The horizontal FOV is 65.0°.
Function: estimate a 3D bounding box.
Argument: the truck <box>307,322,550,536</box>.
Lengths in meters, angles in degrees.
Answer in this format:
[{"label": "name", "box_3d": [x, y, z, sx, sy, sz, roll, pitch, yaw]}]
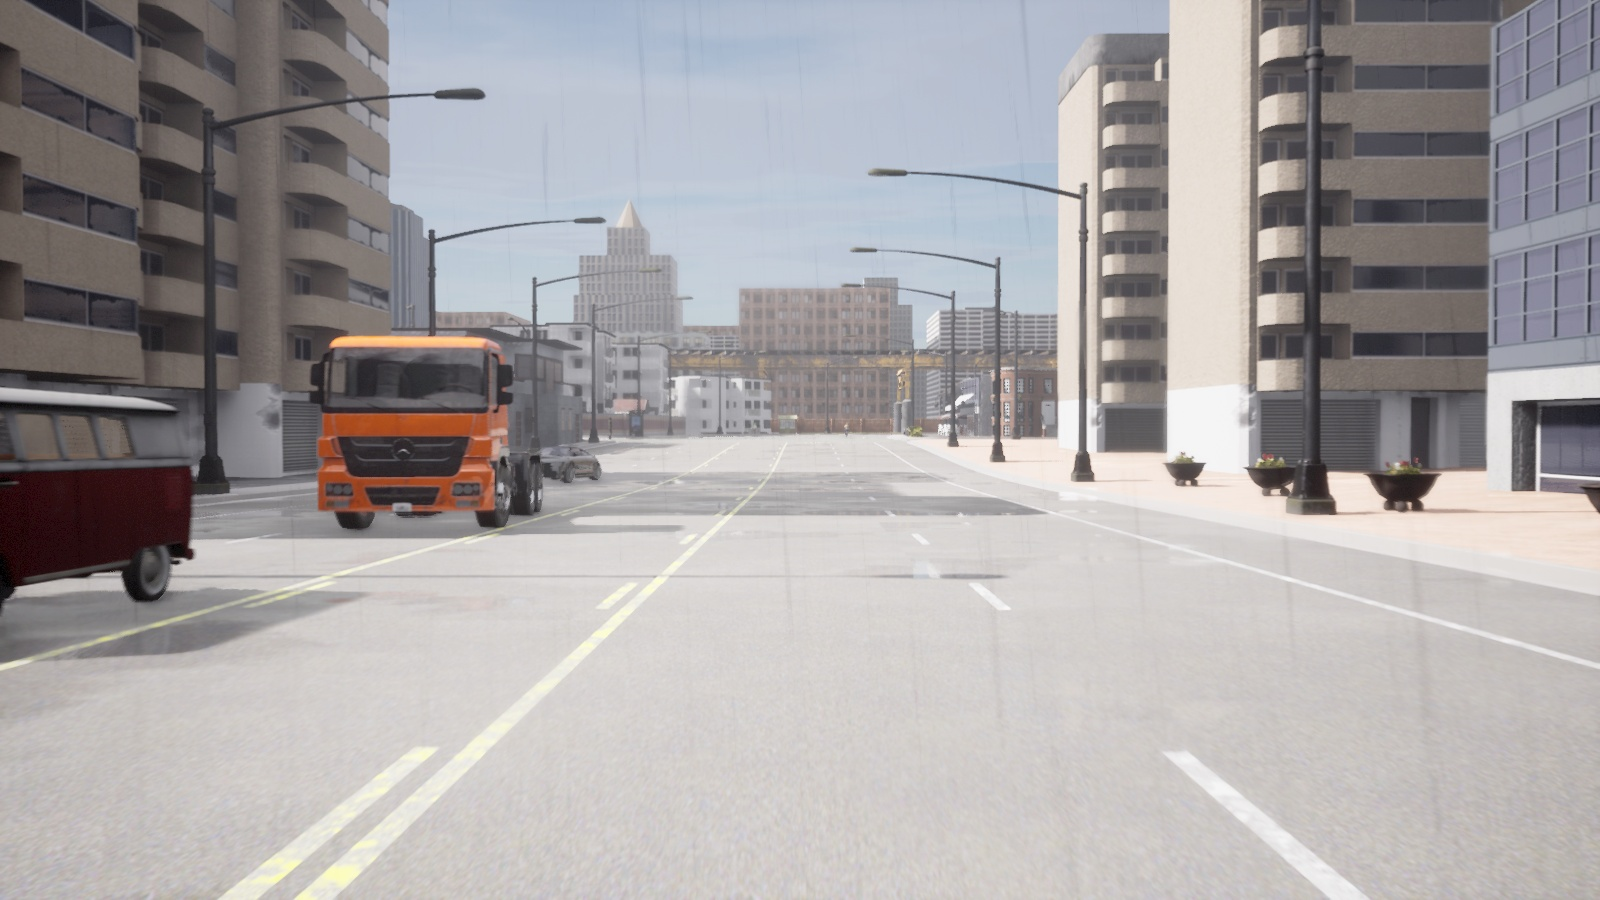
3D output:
[{"label": "truck", "box_3d": [-6.824, -0.355, 24.383, 2.891, 3.462, 7.936, 0, 0, -4]}]

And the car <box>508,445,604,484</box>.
[{"label": "car", "box_3d": [-9.213, 0.516, 47.814, 1.994, 1.385, 4.181, 0, 1, 14]}]

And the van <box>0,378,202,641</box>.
[{"label": "van", "box_3d": [-6.924, 0.445, 10.441, 1.775, 1.987, 4.442, 0, 0, 0]}]
